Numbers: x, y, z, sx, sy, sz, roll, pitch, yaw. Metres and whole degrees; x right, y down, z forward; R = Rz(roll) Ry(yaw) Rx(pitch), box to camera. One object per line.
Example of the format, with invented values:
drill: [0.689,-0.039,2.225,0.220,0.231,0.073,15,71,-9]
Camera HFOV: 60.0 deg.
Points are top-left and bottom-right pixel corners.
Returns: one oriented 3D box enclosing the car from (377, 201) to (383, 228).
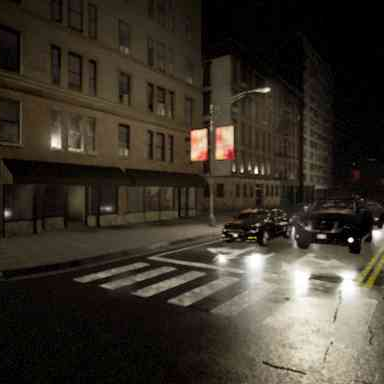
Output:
car: [11.950,1.518,22.399,2.033,1.411,5.357,0,0,35]

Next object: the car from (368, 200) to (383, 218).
car: [17.890,1.501,30.961,2.033,1.411,5.357,0,0,35]

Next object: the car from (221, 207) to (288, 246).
car: [3.113,1.491,15.338,1.837,1.490,4.892,0,0,35]

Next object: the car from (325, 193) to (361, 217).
car: [14.579,1.176,31.883,2.150,2.045,5.566,0,0,35]

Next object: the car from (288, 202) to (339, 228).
car: [8.656,1.519,23.349,2.033,1.411,5.357,0,0,35]

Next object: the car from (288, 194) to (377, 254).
car: [6.118,1.209,13.968,2.150,2.045,5.566,0,0,35]
